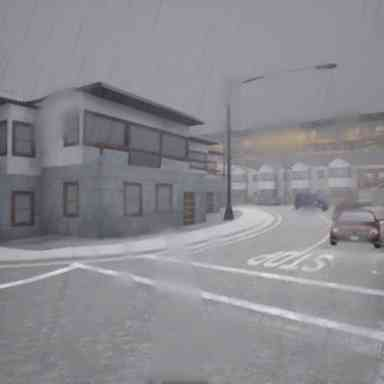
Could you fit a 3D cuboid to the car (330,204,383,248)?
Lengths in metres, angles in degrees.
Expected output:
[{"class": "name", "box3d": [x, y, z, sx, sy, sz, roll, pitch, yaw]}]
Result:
[{"class": "car", "box3d": [7.376, 1.498, 14.817, 1.812, 1.442, 4.674, -1, 0, 29]}]

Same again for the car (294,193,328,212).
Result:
[{"class": "car", "box3d": [13.318, 1.095, 37.446, 2.150, 2.045, 5.566, 0, 0, -3]}]

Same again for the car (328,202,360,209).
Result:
[{"class": "car", "box3d": [11.646, 1.454, 24.485, 2.033, 1.411, 5.357, 0, 0, 16]}]

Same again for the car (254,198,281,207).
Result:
[{"class": "car", "box3d": [12.729, 1.733, 56.178, 2.033, 1.411, 5.357, 1, -2, -25]}]
